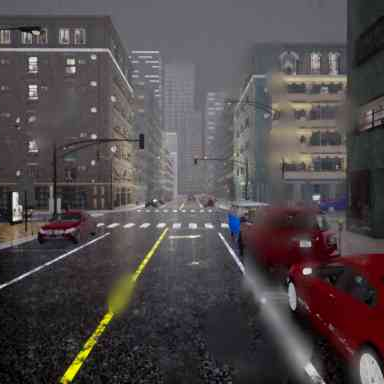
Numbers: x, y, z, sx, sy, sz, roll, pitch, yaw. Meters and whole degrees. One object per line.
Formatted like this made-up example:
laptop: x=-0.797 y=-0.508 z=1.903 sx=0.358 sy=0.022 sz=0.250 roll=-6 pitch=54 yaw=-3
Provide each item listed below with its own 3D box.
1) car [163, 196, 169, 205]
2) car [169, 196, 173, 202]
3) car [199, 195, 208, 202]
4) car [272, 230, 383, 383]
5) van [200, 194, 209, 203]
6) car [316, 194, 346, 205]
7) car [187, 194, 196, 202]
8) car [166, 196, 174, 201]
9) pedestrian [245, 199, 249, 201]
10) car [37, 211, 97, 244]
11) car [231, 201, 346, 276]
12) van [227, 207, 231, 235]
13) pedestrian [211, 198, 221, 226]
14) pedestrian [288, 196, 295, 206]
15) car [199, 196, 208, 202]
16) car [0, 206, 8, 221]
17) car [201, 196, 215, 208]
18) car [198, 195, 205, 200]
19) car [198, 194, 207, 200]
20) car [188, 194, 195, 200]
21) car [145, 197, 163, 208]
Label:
car: x=-5.741 y=1.575 z=59.203 sx=1.947 sy=1.339 sz=4.313 roll=0 pitch=0 yaw=0
car: x=-5.753 y=1.564 z=75.773 sx=1.887 sy=1.381 sz=4.507 roll=0 pitch=0 yaw=0
car: x=2.645 y=1.572 z=53.673 sx=1.947 sy=1.339 sz=4.313 roll=0 pitch=0 yaw=0
car: x=2.681 y=1.544 z=4.699 sx=1.887 sy=1.381 sz=4.507 roll=0 pitch=0 yaw=0
van: x=2.630 y=1.357 z=70.243 sx=1.690 sy=1.788 sz=3.998 roll=0 pitch=0 yaw=0
car: x=14.918 y=1.226 z=32.718 sx=5.008 sy=1.535 sz=1.882 roll=-1 pitch=0 yaw=0
car: x=-0.058 y=1.368 z=77.574 sx=2.097 sy=1.767 sz=4.553 roll=0 pitch=0 yaw=0
car: x=-5.761 y=1.610 z=86.820 sx=1.802 sy=1.307 sz=4.206 roll=0 pitch=0 yaw=0
pedestrian: x=3.492 y=1.292 z=20.944 sx=0.375 sy=1.860 sz=0.375 roll=0 pitch=0 yaw=0
car: x=-5.708 y=1.581 z=15.750 sx=1.802 sy=1.307 sz=4.206 roll=0 pitch=0 yaw=0
car: x=2.675 y=1.314 z=10.228 sx=2.192 sy=1.841 sz=5.009 roll=0 pitch=0 yaw=0
van: x=2.671 y=1.340 z=15.755 sx=1.690 sy=1.788 sz=3.998 roll=0 pitch=0 yaw=0
pedestrian: x=1.562 y=1.292 z=21.515 sx=0.375 sy=1.860 sz=0.375 roll=0 pitch=0 yaw=0
pedestrian: x=6.028 y=1.139 z=20.300 sx=0.375 sy=1.860 sz=0.375 roll=0 pitch=0 yaw=0
car: x=2.628 y=1.585 z=75.767 sx=1.947 sy=1.339 sz=4.313 roll=0 pitch=0 yaw=0
car: x=-17.629 y=1.809 z=29.259 sx=4.181 sy=1.385 sz=1.994 roll=-1 pitch=0 yaw=0
car: x=2.649 y=1.585 z=48.150 sx=1.802 sy=1.307 sz=4.206 roll=0 pitch=0 yaw=0
car: x=2.615 y=1.558 z=92.507 sx=1.752 sy=1.417 sz=4.829 roll=-1 pitch=0 yaw=0
car: x=2.636 y=1.557 z=64.720 sx=1.887 sy=1.381 sz=4.507 roll=0 pitch=0 yaw=0
car: x=-0.064 y=1.339 z=87.609 sx=1.882 sy=1.535 sz=5.008 roll=0 pitch=0 yaw=0
car: x=-5.732 y=1.569 z=48.156 sx=1.947 sy=1.339 sz=4.313 roll=0 pitch=0 yaw=0
